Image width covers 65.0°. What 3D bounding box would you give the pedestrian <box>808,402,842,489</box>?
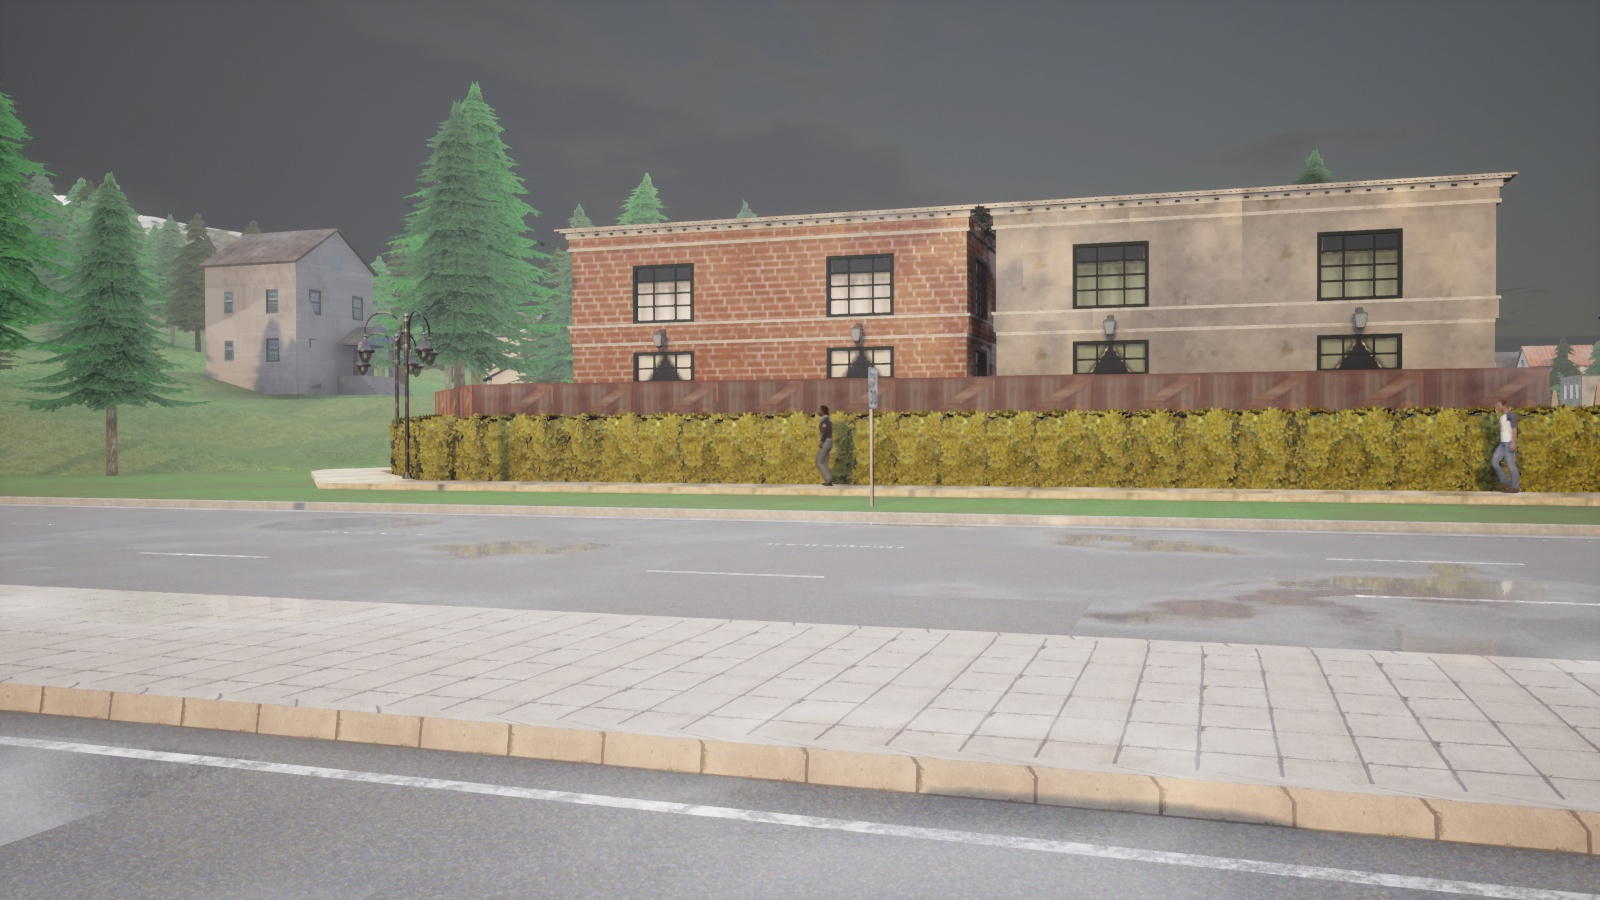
[{"bbox_3d":[0.554,-0.114,28.183,0.666,1.930,0.402,1,1,19],"label":"pedestrian"}]

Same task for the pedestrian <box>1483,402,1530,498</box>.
[{"bbox_3d":[13.596,-0.006,24.168,0.706,1.836,0.354,0,1,16],"label":"pedestrian"}]
